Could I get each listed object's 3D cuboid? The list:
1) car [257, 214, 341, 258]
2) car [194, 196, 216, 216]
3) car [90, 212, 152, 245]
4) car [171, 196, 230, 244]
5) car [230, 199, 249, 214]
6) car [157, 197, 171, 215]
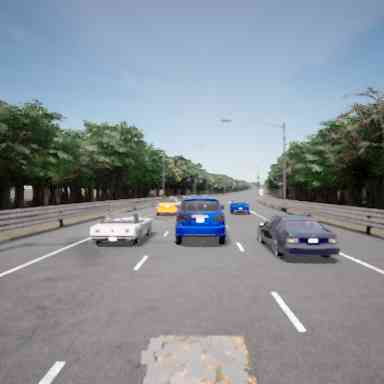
[{"bbox_3d":[3.815,1.549,12.770,2.033,1.411,5.357,0,0,2],"label":"car"},{"bbox_3d":[1.359,1.351,33.504,2.097,1.767,4.553,0,0,4],"label":"car"},{"bbox_3d":[-3.094,1.596,15.558,1.895,1.301,4.718,0,0,2],"label":"car"},{"bbox_3d":[0.421,1.219,15.917,2.150,2.045,5.566,0,0,2],"label":"car"},{"bbox_3d":[5.015,1.481,35.565,1.882,1.535,5.008,0,0,4],"label":"car"},{"bbox_3d":[-2.165,1.348,33.271,2.097,1.767,4.553,0,0,4],"label":"car"}]
